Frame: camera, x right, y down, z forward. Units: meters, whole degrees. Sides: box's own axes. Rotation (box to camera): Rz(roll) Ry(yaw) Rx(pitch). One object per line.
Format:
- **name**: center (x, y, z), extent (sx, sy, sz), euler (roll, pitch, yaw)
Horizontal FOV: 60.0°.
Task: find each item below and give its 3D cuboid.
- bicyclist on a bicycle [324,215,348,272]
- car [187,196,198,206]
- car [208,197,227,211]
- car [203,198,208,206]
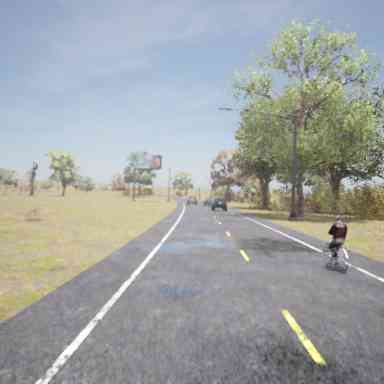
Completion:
- **bicyclist on a bicycle**: center (4.693, 1.622, 10.893), extent (0.659, 1.776, 1.843), euler (2, 0, 2)
- **car**: center (0.045, 1.876, 73.278), extent (2.150, 2.045, 5.566), euler (2, 0, -2)
- **car**: center (4.144, 1.823, 51.626), extent (2.150, 2.045, 5.566), euler (2, 0, -1)
- **car**: center (3.561, 2.109, 72.761), extent (2.097, 1.767, 4.553), euler (2, 0, -2)
